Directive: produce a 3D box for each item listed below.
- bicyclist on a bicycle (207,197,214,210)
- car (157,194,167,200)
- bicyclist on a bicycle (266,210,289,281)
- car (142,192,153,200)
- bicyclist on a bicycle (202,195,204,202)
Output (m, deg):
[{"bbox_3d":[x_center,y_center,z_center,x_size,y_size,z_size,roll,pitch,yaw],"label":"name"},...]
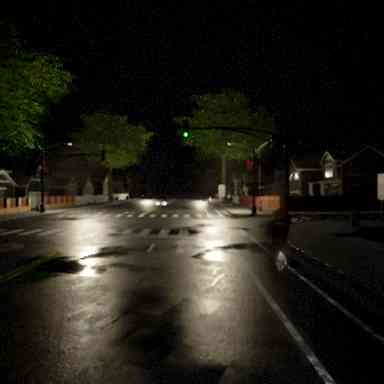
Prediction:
[{"bbox_3d":[2.261,1.369,41.206,0.866,1.612,1.509,0,0,0],"label":"bicyclist on a bicycle"},{"bbox_3d":[-6.513,1.070,73.048,1.895,1.301,4.718,0,0,0],"label":"car"},{"bbox_3d":[2.247,1.358,8.890,0.659,1.776,1.843,0,0,0],"label":"bicyclist on a bicycle"},{"bbox_3d":[-9.762,0.830,73.107,2.097,1.767,4.553,0,0,0],"label":"car"},{"bbox_3d":[2.238,1.323,68.492,0.582,1.620,1.656,0,0,0],"label":"bicyclist on a bicycle"}]
